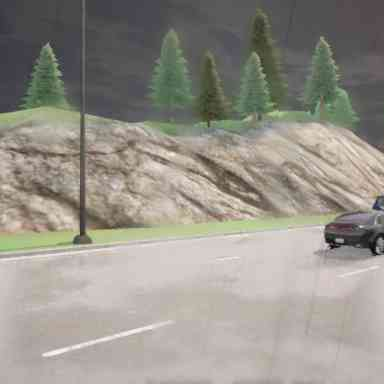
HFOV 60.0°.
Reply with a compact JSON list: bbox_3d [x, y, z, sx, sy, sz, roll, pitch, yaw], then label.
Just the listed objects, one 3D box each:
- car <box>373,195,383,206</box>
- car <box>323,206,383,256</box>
[{"bbox_3d":[14.438,1.222,22.693,5.566,2.045,2.150,0,0,-36],"label":"car"},{"bbox_3d":[7.197,1.502,13.200,4.892,1.490,1.837,1,0,-36],"label":"car"}]
